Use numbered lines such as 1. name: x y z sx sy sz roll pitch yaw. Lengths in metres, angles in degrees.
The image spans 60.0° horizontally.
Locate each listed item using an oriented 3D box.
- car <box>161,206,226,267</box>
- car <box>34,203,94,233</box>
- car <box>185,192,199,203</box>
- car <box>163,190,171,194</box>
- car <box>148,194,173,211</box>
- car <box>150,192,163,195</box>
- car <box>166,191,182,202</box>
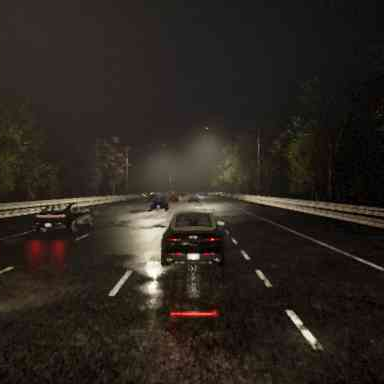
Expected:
1. car: 0.051 1.409 11.058 1.837 1.490 4.892 0 0 0
2. car: -6.910 1.358 18.420 2.128 1.511 4.902 0 0 0
3. car: 0.284 1.106 58.732 2.033 1.411 5.357 0 0 0
4. car: -6.632 0.814 76.547 2.097 1.767 4.553 0 0 0
5. car: -3.328 1.257 35.442 1.812 1.442 4.674 0 0 0
6. car: -6.717 1.086 58.909 1.837 1.490 4.892 0 0 0
7. car: -3.217 1.095 58.838 1.812 1.442 4.674 0 0 0
